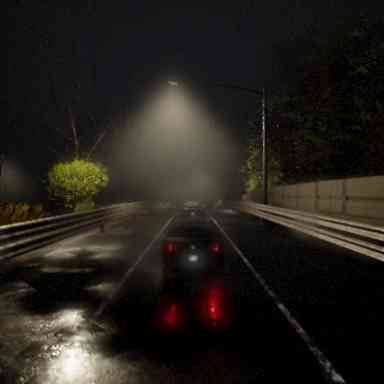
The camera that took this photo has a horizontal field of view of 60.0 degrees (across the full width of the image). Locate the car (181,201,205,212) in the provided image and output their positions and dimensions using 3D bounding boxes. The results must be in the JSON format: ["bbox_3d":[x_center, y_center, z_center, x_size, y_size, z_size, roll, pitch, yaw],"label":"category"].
[{"bbox_3d":[0.083,1.511,28.170,2.128,1.511,4.902,0,0,1],"label":"car"}]

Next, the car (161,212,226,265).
[{"bbox_3d":[0.060,1.595,11.640,1.895,1.301,4.718,0,0,1],"label":"car"}]
